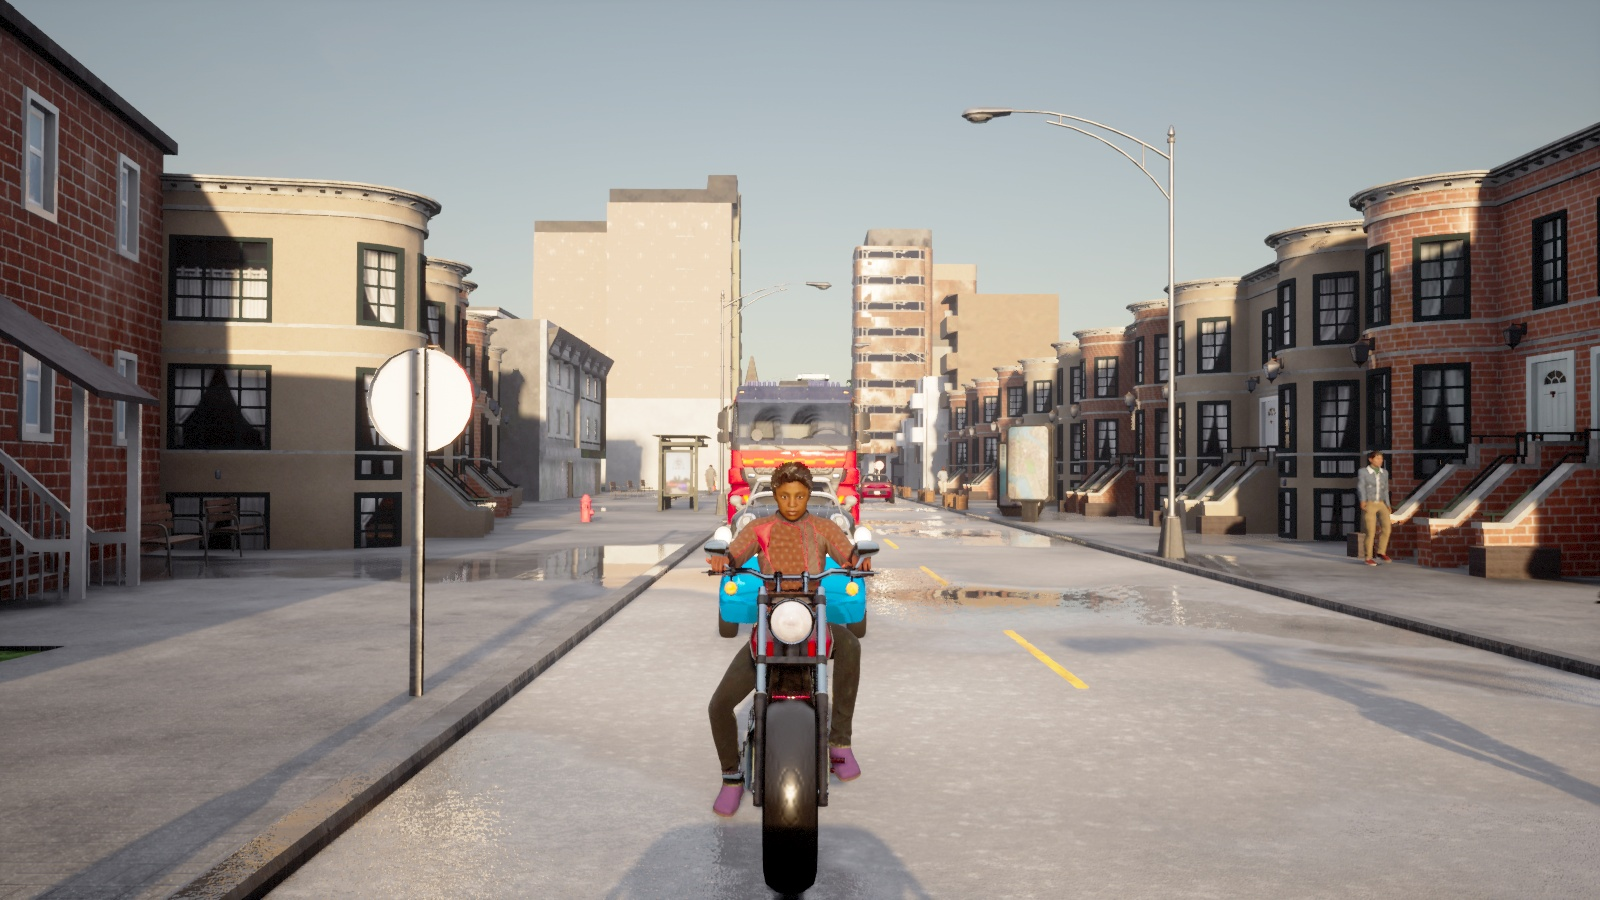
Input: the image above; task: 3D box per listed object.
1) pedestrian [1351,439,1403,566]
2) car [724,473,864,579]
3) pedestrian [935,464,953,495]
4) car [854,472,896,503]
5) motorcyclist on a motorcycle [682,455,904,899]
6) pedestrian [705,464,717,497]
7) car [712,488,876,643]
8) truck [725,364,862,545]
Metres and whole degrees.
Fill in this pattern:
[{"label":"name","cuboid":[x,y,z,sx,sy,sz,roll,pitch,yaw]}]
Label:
[{"label":"pedestrian","cuboid":[9.034,0.818,19.681,0.423,1.949,0.788,0,-1,-2]},{"label":"car","cuboid":[-0.096,1.109,19.632,1.970,1.475,3.806,0,-1,0]},{"label":"pedestrian","cuboid":[8.625,1.750,75.265,0.874,1.855,0.900,0,-1,-11]},{"label":"car","cuboid":[3.712,1.860,62.487,1.816,1.474,4.193,0,-1,0]},{"label":"motorcyclist on a motorcycle","cuboid":[-0.031,0.858,5.541,0.766,1.649,2.350,0,-1,0]},{"label":"pedestrian","cuboid":[-5.194,1.770,73.108,0.659,1.952,0.873,0,-1,-2]},{"label":"car","cuboid":[-0.062,1.078,12.451,1.481,1.376,2.207,0,-1,0]},{"label":"truck","cuboid":[-0.150,0.168,30.918,2.891,3.827,8.468,0,-1,0]}]
